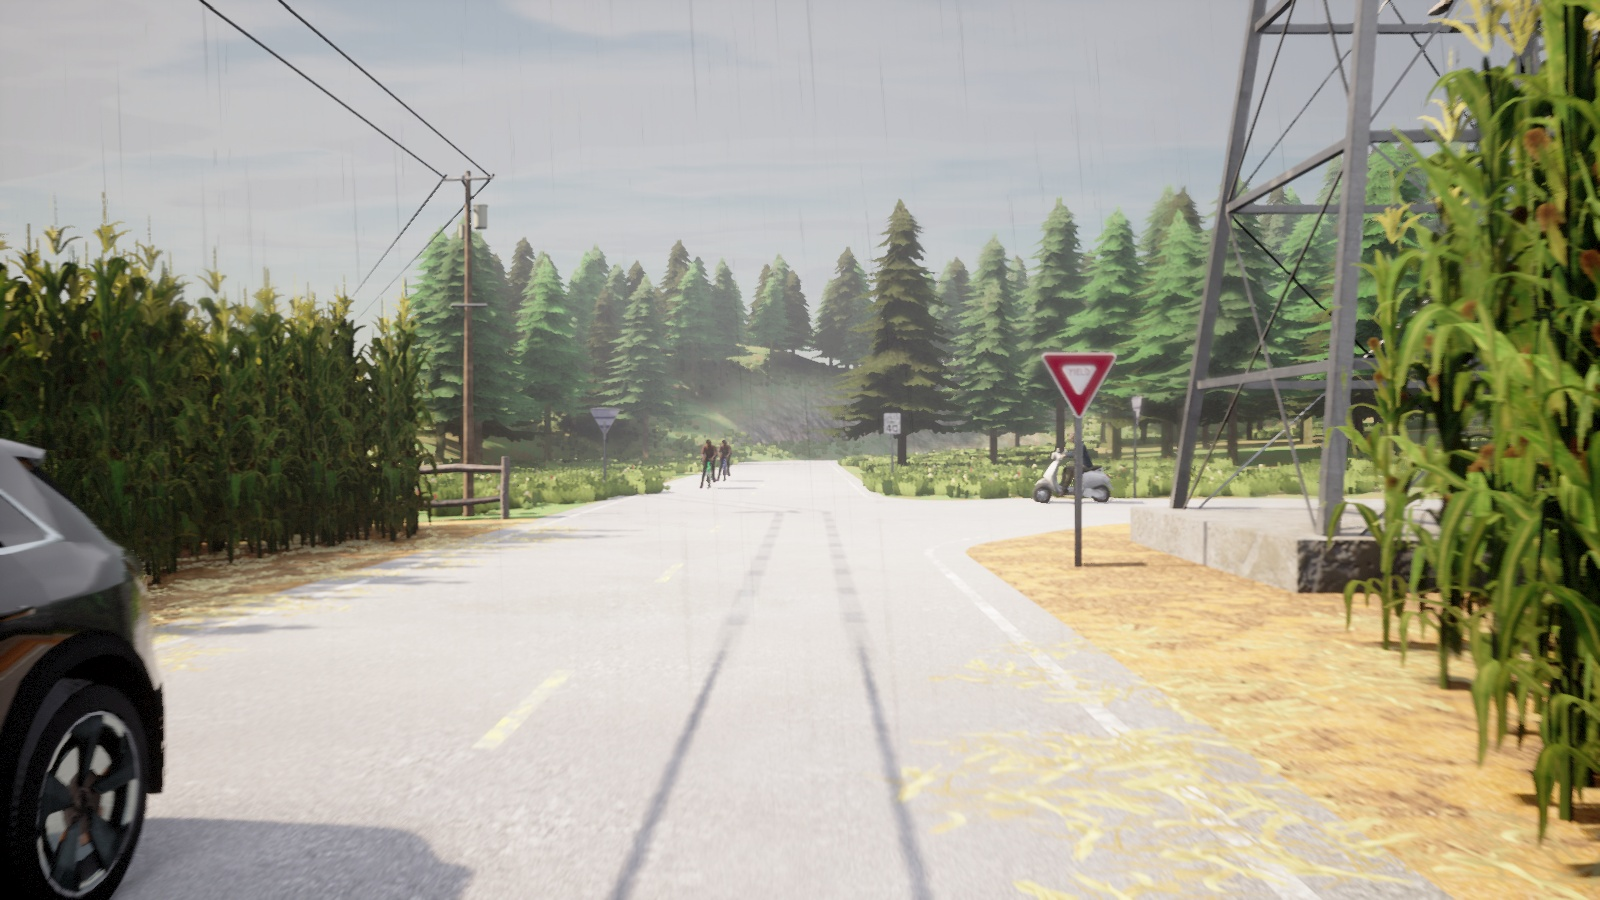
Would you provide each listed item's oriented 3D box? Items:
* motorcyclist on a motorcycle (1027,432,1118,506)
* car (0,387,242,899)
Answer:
[{"bbox_3d":[6.032,0.413,27.879,1.817,1.590,0.866,0,0,0],"label":"motorcyclist on a motorcycle"},{"bbox_3d":[-3.171,0.660,2.395,2.033,1.649,4.856,0,0,0],"label":"car"}]
